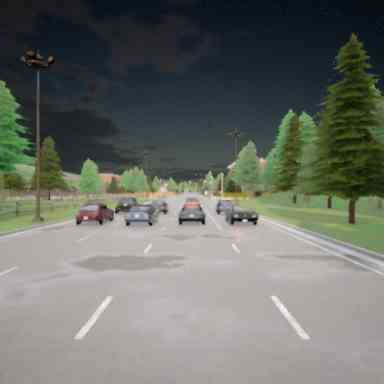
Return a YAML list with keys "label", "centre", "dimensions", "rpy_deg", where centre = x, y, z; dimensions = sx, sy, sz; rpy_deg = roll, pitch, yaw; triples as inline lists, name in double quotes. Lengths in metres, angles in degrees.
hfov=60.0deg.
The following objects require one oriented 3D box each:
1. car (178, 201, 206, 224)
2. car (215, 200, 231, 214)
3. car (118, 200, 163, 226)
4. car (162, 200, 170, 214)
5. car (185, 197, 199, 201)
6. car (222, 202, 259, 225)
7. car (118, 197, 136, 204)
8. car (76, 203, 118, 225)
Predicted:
- label: "car"
  centre: [0.004, 1.587, 24.754]
  dimensions: [1.994, 1.385, 4.181]
  rpy_deg: [0, 0, 0]
- label: "car"
  centre: [3.511, 1.581, 35.670]
  dimensions: [2.033, 1.411, 5.357]
  rpy_deg: [0, 0, 0]
- label: "car"
  centre: [-3.501, 1.569, 23.664]
  dimensions: [2.033, 1.411, 5.357]
  rpy_deg: [0, 0, 0]
- label: "car"
  centre: [-3.489, 1.580, 35.688]
  dimensions: [2.033, 1.411, 5.357]
  rpy_deg: [0, 0, 0]
- label: "car"
  centre: [0.030, 1.385, 37.282]
  dimensions: [2.097, 1.767, 4.553]
  rpy_deg: [0, 0, 1]
- label: "car"
  centre: [3.499, 1.623, 24.156]
  dimensions: [1.895, 1.301, 4.718]
  rpy_deg: [0, 0, 0]
- label: "car"
  centre: [-6.972, 1.385, 37.010]
  dimensions: [2.097, 1.767, 4.553]
  rpy_deg: [0, 0, 1]
- label: "car"
  centre: [-7.000, 1.547, 24.238]
  dimensions: [1.812, 1.442, 4.674]
  rpy_deg: [0, 0, 0]
